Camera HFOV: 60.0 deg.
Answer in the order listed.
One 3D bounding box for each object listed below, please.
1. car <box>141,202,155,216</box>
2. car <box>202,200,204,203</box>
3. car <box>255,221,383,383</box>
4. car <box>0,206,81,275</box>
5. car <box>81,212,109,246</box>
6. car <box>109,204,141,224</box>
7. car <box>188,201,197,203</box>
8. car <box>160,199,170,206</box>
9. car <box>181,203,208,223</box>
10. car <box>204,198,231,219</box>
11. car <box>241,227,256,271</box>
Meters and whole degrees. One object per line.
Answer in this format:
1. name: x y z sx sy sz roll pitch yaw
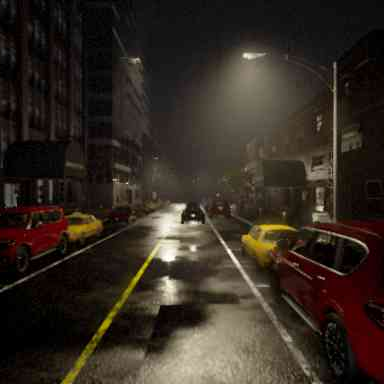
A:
1. car: -5.712 1.937 38.459 1.752 1.417 4.829 -1 -1 0
2. car: 2.668 2.038 44.153 1.947 1.339 4.313 -1 -1 0
3. car: 2.674 1.374 5.417 2.192 1.841 5.009 -1 -1 0
4. car: -5.707 1.434 10.959 2.192 1.841 5.009 -1 -1 0
5. car: -5.706 1.701 16.321 1.752 1.417 4.829 -1 -1 0
6. car: -5.708 1.840 27.560 1.887 1.381 4.507 -1 -1 0
7. car: 0.079 2.009 45.192 1.812 1.442 4.674 0 -1 0
8. car: -5.721 2.208 71.838 1.967 1.590 4.097 -1 -1 0
9. car: 0.093 1.868 28.361 1.994 1.385 4.181 0 -1 0
10. car: 2.667 1.669 33.088 2.192 1.841 5.009 -1 -1 0
11. car: 2.676 1.645 11.119 1.752 1.417 4.829 -1 -1 0
